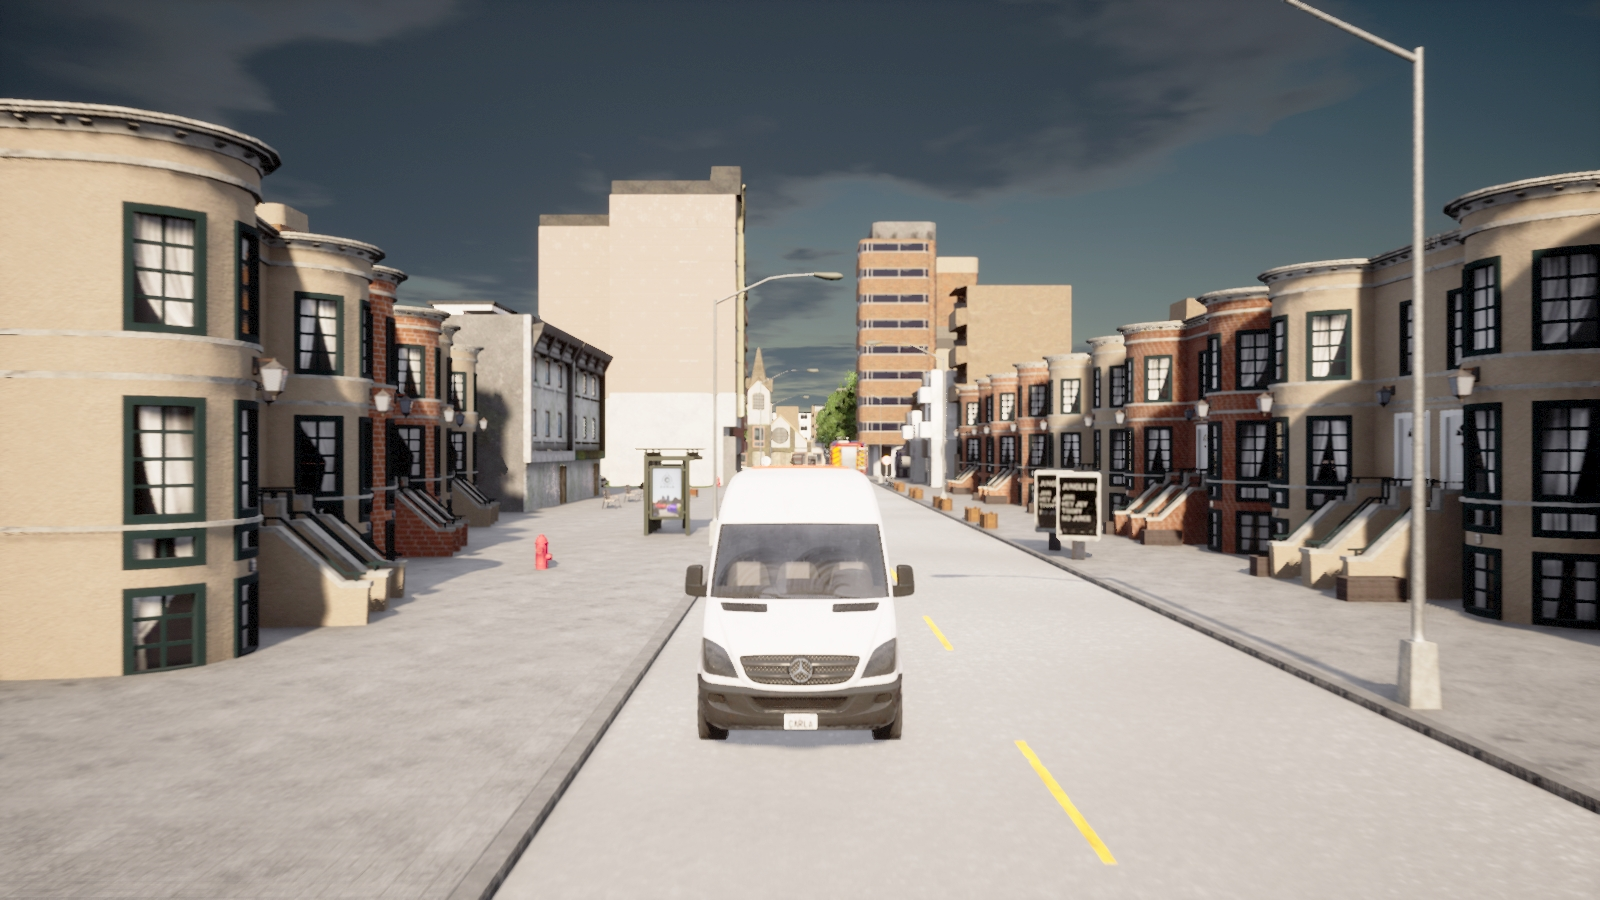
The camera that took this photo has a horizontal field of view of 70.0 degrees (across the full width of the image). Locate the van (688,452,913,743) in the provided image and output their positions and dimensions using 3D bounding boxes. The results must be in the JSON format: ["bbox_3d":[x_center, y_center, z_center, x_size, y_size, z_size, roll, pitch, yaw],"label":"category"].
[{"bbox_3d":[0.005,1.309,13.059,1.988,2.561,5.915,0,0,0],"label":"van"}]
